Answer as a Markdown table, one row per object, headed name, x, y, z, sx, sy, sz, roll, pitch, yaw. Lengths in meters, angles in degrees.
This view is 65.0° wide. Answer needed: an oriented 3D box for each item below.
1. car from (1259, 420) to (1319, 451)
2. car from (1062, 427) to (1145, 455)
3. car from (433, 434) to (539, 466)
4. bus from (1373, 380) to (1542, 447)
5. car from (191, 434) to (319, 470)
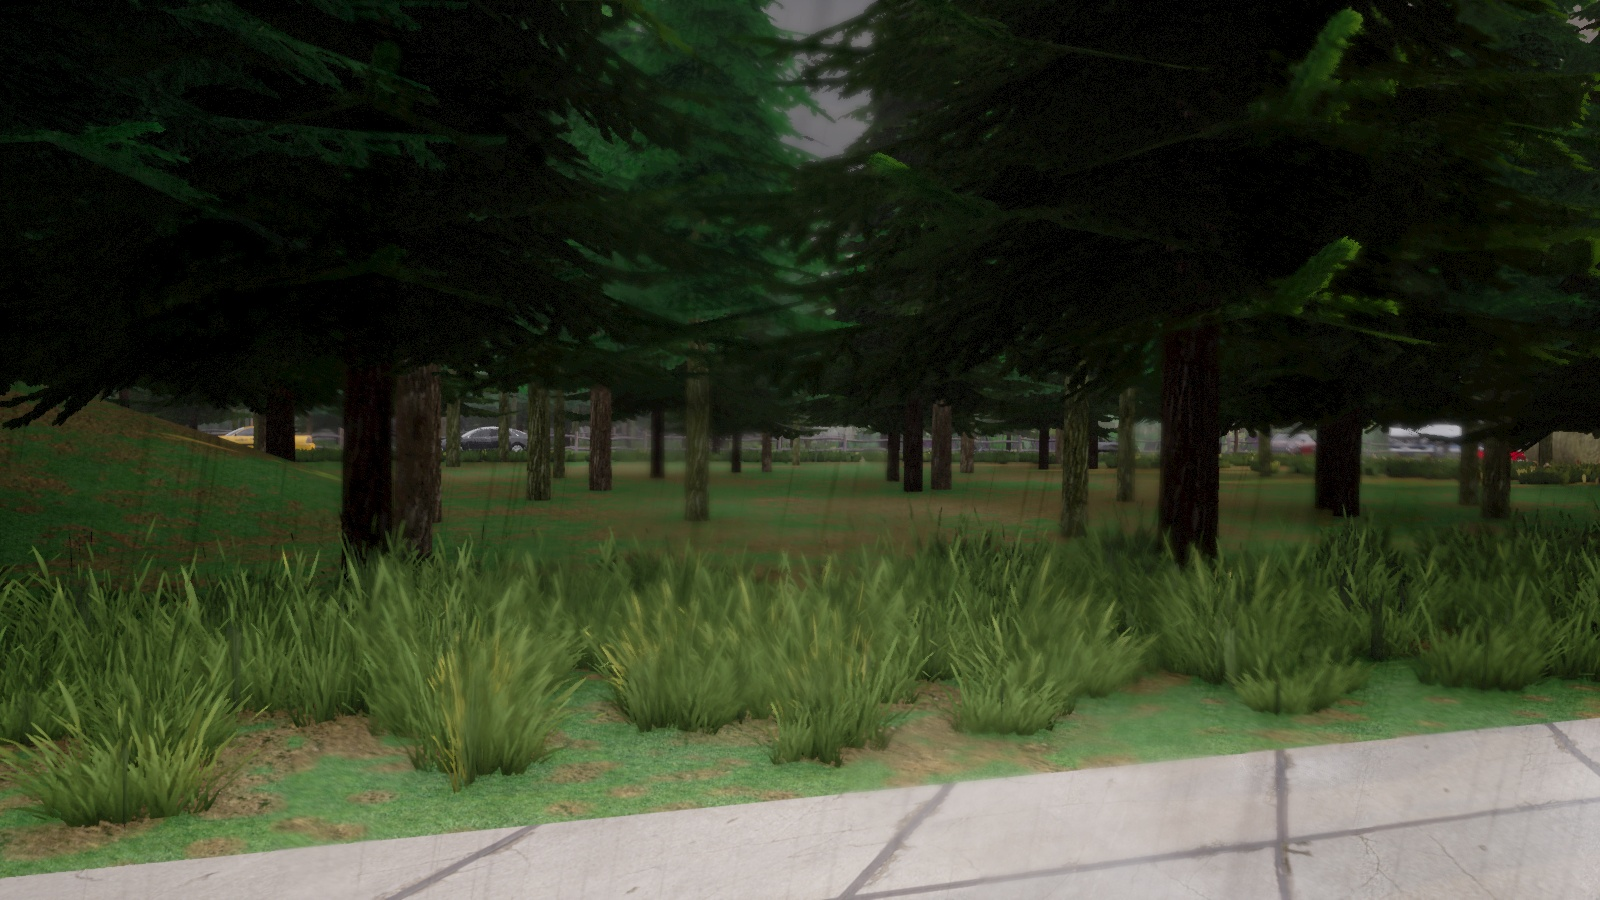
| name | x | y | z | sx | sy | sz | roll | pitch | yaw |
| --- | --- | --- | --- | --- | --- | --- | --- | --- | --- |
| car | 29.607 | -0.896 | 75.964 | 2.097 | 1.767 | 4.553 | 0 | 2 | 39 |
| car | 16.977 | -0.523 | 70.245 | 4.193 | 1.474 | 1.816 | -1 | 1 | -19 |
| car | -15.475 | -0.037 | 61.913 | 4.892 | 1.490 | 1.837 | -1 | 1 | -21 |
| bus | 43.559 | -2.411 | 83.188 | 10.273 | 4.253 | 3.944 | -1 | 1 | -19 |
| car | -25.178 | 0.062 | 58.221 | 5.366 | 1.575 | 1.801 | -1 | 1 | -21 |
